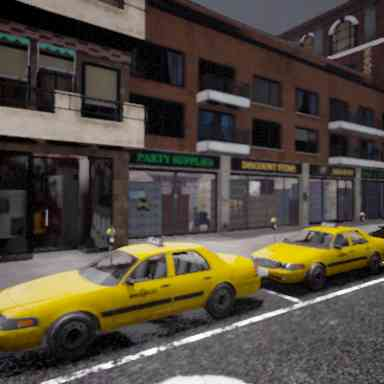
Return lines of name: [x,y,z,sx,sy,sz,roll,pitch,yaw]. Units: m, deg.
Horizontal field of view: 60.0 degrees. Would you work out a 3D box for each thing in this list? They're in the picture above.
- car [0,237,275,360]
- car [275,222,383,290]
car: [-0.879,1.532,5.927,4.829,1.417,1.752,0,0,-36]
car: [3.617,1.546,9.136,4.829,1.417,1.752,0,0,-36]
